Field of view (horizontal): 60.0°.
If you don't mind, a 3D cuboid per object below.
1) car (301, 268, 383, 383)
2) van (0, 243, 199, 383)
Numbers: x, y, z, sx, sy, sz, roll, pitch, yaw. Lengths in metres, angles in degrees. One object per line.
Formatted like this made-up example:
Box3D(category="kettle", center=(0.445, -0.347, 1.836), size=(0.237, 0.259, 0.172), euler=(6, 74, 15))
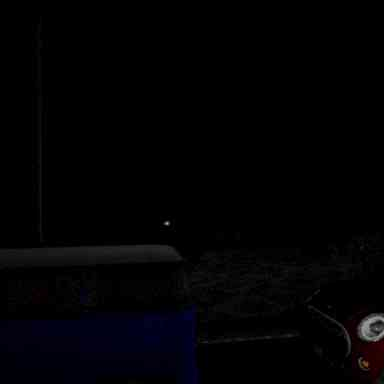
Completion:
Box3D(category="car", center=(3.692, 1.606, 4.825), size=(4.097, 1.590, 1.967), euler=(-1, -3, -7))
Box3D(category="van", center=(-1.874, 1.589, 4.118), size=(3.998, 1.788, 1.690), euler=(-1, -3, -7))
